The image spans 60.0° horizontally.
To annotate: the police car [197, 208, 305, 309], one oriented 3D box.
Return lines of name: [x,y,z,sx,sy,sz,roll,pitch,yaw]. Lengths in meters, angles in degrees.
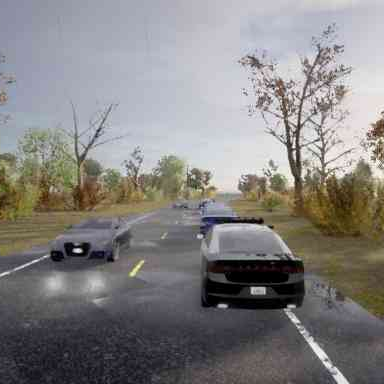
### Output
police car: [1.144,1.427,8.081,1.930,1.638,5.238,0,0,1]

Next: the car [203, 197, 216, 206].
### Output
car: [3.202,1.633,60.356,2.128,1.511,4.902,0,0,6]

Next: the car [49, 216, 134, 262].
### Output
car: [-3.392,1.568,11.970,1.994,1.385,4.181,0,0,1]

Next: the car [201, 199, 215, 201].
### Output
car: [1.644,1.491,23.892,1.882,1.535,5.008,0,0,3]

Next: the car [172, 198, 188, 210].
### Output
car: [-1.579,1.562,45.070,2.128,1.511,4.902,0,0,5]

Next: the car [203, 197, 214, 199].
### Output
car: [2.041,1.602,46.574,1.812,1.442,4.674,0,0,6]

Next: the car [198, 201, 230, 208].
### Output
car: [1.408,1.485,17.923,1.882,1.535,5.008,0,0,2]
